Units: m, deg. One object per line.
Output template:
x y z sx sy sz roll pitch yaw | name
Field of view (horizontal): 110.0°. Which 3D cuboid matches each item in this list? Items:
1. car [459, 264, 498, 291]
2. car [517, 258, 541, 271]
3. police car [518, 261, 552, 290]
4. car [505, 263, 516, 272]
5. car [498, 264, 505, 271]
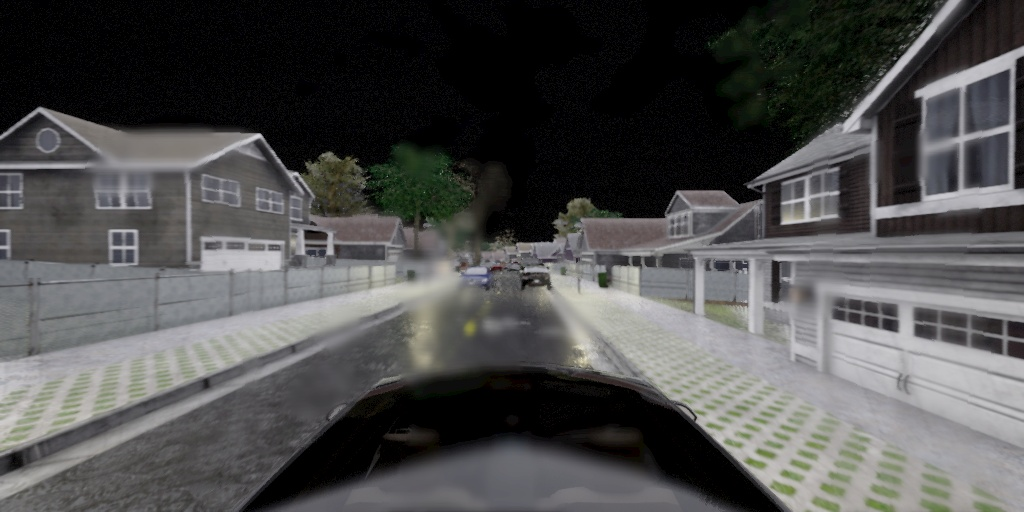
-2.180 1.391 22.985 1.812 1.442 4.674 0 -1 2 | car
1.776 1.230 33.718 2.150 2.045 5.566 0 -1 1 | car
1.550 1.317 23.745 1.930 1.638 5.238 0 -1 2 | police car
0.410 1.893 58.341 1.994 1.385 4.181 0 -1 -3 | car
-2.633 2.022 64.188 1.895 1.301 4.718 0 -1 -3 | car
